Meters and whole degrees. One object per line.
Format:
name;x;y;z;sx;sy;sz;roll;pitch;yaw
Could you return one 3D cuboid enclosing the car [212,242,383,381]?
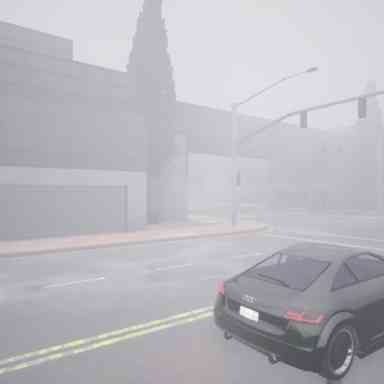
car;2.380;1.562;5.531;4.181;1.385;1.994;0;0;-36
